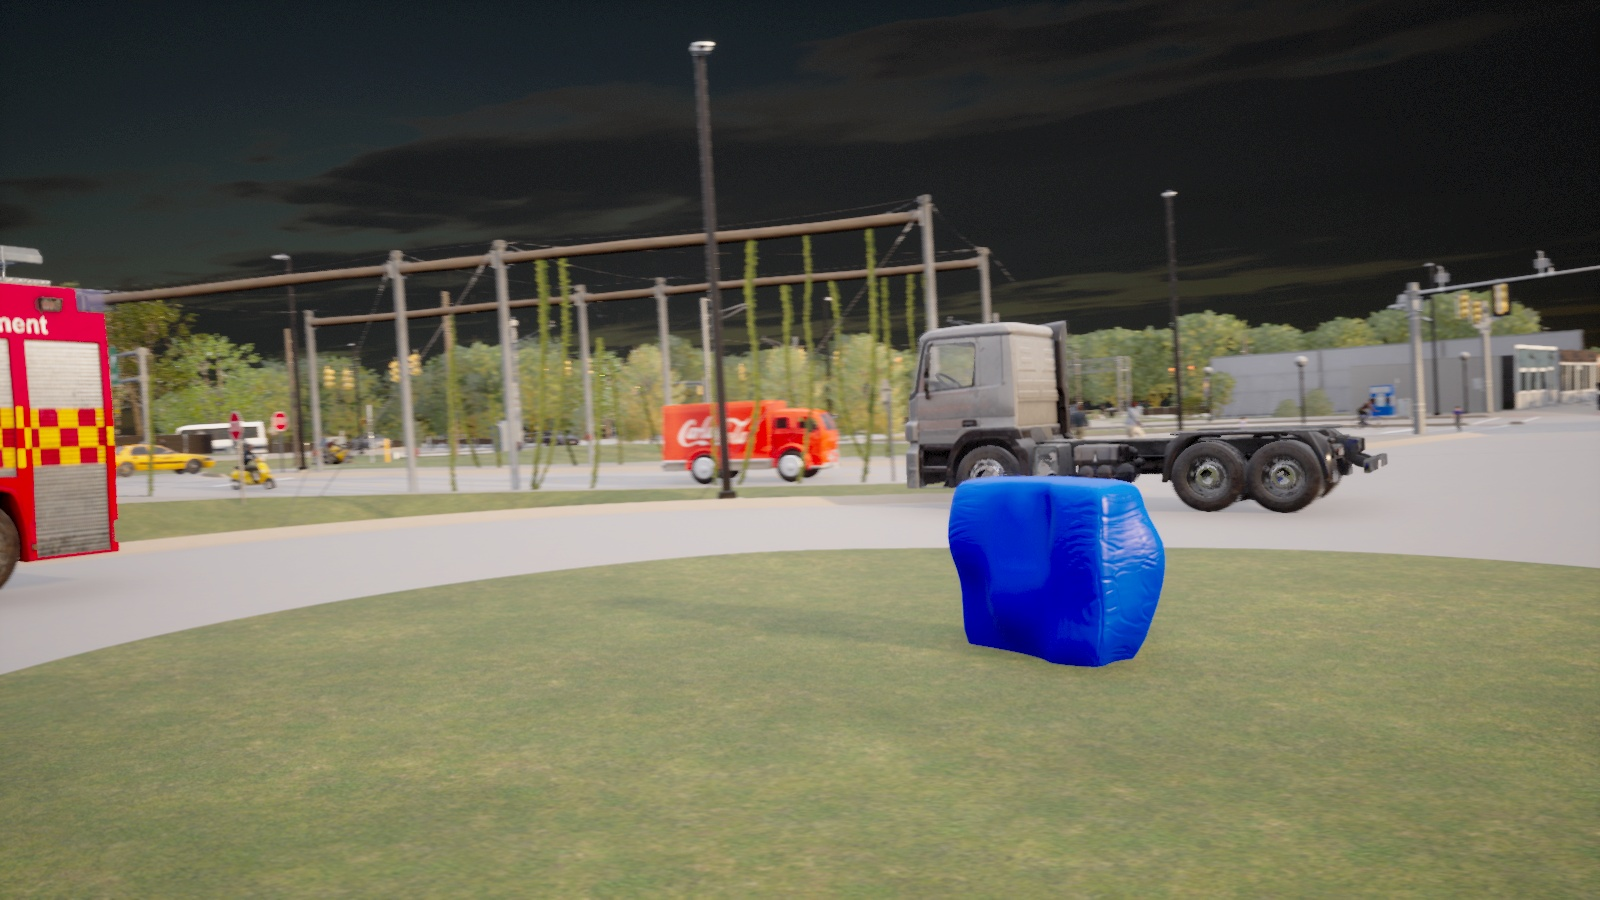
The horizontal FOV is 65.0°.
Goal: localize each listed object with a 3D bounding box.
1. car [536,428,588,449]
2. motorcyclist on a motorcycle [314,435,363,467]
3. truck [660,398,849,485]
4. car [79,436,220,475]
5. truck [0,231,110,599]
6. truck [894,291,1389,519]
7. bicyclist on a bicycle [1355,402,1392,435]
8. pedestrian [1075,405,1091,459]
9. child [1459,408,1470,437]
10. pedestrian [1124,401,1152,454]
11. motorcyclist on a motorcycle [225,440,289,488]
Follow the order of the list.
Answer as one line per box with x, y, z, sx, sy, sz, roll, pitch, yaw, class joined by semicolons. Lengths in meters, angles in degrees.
-18.532;-0.918;97.563;4.193;1.474;1.816;-1;1;44;car
-23.626;0.037;64.328;0.866;1.530;2.191;-2;1;40;motorcyclist on a motorcycle
-1.362;-0.270;38.766;5.204;2.467;2.627;-1;2;15;truck
-29.632;0.218;57.345;1.801;1.575;5.366;-1;1;43;car
-10.975;-0.241;10.908;2.891;3.827;8.468;-1;1;26;truck
5.933;-0.685;22.333;7.936;3.462;2.891;-1;2;31;truck
29.446;-1.621;64.502;1.656;1.620;0.582;0;3;35;bicyclist on a bicycle
9.858;-0.629;43.703;0.370;1.835;0.726;-2;2;21;pedestrian
29.498;-1.240;55.757;0.270;1.263;0.437;-1;3;44;child
12.385;-0.832;45.967;0.900;1.855;0.874;-3;2;16;pedestrian
-18.655;0.484;43.122;1.817;1.590;0.866;-1;2;15;motorcyclist on a motorcycle
